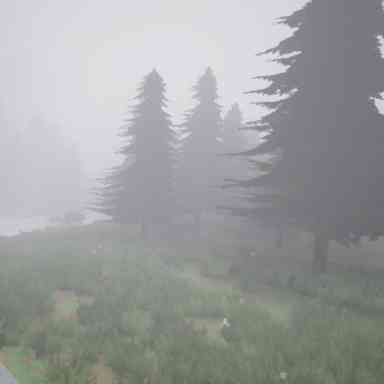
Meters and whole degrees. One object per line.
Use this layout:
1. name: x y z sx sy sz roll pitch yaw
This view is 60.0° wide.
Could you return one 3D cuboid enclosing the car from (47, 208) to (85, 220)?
1. car: -12.231 2.344 32.664 2.033 1.411 5.357 4 -2 3
